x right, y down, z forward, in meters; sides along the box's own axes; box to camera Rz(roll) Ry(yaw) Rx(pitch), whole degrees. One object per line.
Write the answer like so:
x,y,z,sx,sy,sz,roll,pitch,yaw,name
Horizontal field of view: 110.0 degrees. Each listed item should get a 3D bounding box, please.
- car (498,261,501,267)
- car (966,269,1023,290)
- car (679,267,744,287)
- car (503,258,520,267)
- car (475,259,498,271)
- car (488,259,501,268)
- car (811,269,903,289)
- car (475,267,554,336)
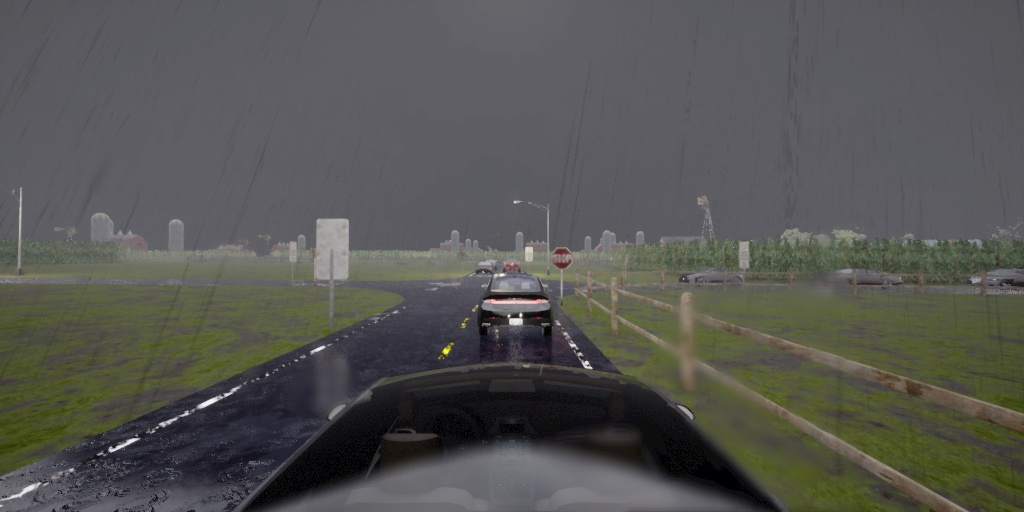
-2.959,1.203,50.003,1.882,1.535,5.008,0,0,0,car
36.277,1.703,26.158,4.902,1.511,2.128,1,-1,0,car
14.517,1.515,26.187,4.181,1.385,1.994,1,-1,0,car
-0.016,1.082,45.667,2.097,1.767,4.553,0,0,0,car
-2.943,1.283,39.556,2.033,1.411,5.357,0,0,0,car
-2.957,1.277,60.661,1.994,1.385,4.181,0,0,1,car
25.128,1.624,26.179,5.357,1.411,2.033,1,-1,0,car
0.081,1.242,10.370,2.128,1.511,4.902,0,0,0,car
